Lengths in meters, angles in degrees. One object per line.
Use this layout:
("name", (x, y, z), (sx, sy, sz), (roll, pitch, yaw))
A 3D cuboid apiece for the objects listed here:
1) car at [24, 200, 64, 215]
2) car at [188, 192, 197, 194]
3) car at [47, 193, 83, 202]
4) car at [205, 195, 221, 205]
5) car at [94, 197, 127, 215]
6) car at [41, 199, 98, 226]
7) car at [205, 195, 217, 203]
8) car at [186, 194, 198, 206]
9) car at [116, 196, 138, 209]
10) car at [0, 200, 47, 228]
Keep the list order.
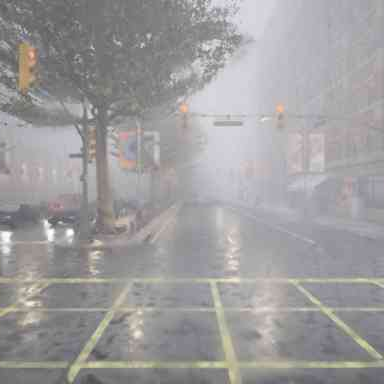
("car", (-14.731, 1.495, 33.422), (1.895, 1.301, 4.718), (0, 0, 0))
("car", (0.035, 1.035, 62.640), (2.150, 2.045, 5.566), (0, 0, 0))
("car", (-11.520, 1.129, 31.125), (2.150, 2.045, 5.566), (0, 0, 1))
("car", (3.530, 1.441, 53.576), (1.895, 1.301, 4.718), (0, 0, 0))
("car", (-8.011, 1.467, 32.346), (1.994, 1.385, 4.181), (0, 0, 1))
("car", (-8.075, 1.478, 23.110), (2.033, 1.411, 5.357), (0, 0, 0))
("car", (3.535, 1.305, 62.608), (2.128, 1.511, 4.902), (0, 0, 0))
("car", (0.030, 1.391, 52.399), (2.033, 1.411, 5.357), (0, 0, 0))
("car", (-7.976, 1.419, 42.968), (2.033, 1.411, 5.357), (0, 0, 0))
("car", (-11.575, 1.461, 21.713), (1.812, 1.442, 4.674), (0, 0, 0))
